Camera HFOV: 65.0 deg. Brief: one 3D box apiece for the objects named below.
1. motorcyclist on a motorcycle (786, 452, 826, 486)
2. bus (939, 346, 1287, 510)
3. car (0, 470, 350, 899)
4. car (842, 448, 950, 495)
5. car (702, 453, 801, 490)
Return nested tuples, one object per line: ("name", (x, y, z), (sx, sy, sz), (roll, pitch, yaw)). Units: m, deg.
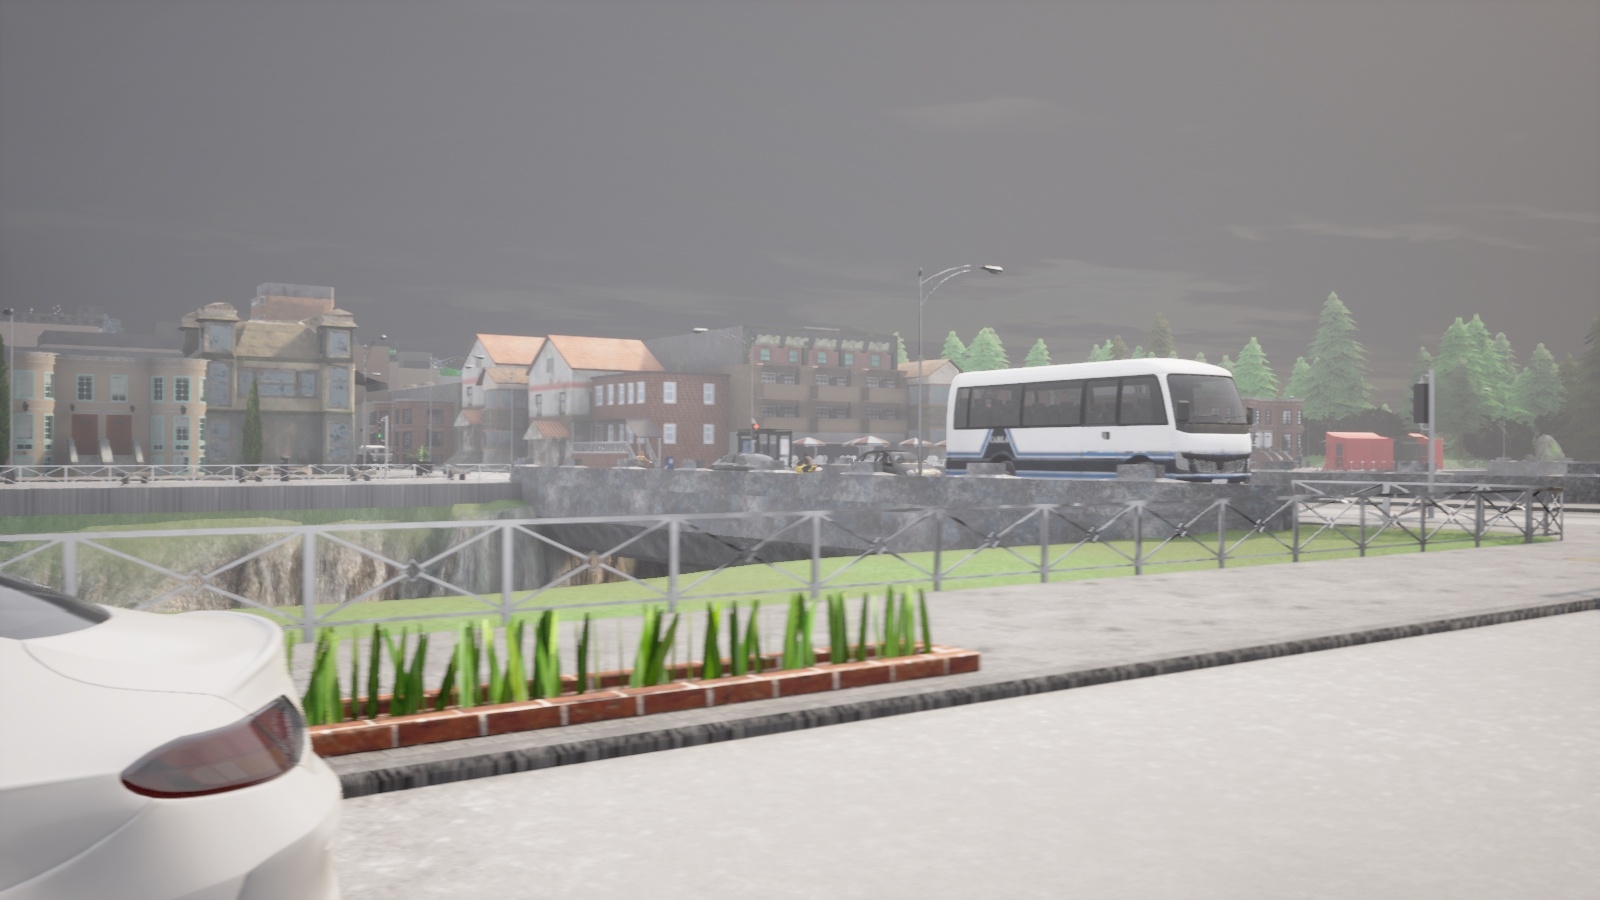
("motorcyclist on a motorcycle", (0.270, 0.867, 57.363), (0.797, 1.523, 2.044), (0, 0, -34))
("bus", (9.024, -0.558, 37.980), (3.944, 4.253, 10.273), (0, 0, -33))
("car", (-3.344, 0.782, 1.941), (4.674, 1.442, 1.812), (0, 0, -35))
("car", (3.461, 0.748, 45.912), (1.851, 1.617, 3.988), (0, 0, -33))
("car", (-2.146, 0.886, 53.820), (1.837, 1.490, 4.892), (0, 0, -36))
